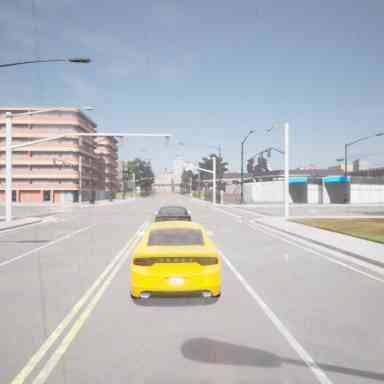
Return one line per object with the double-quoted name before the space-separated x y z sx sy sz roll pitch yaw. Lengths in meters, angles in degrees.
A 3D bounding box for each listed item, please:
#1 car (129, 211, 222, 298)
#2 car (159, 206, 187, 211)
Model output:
"car" -0.421 1.478 8.554 1.882 1.535 5.008 0 0 -3
"car" -1.037 1.478 18.115 1.882 1.535 5.008 0 0 -4
